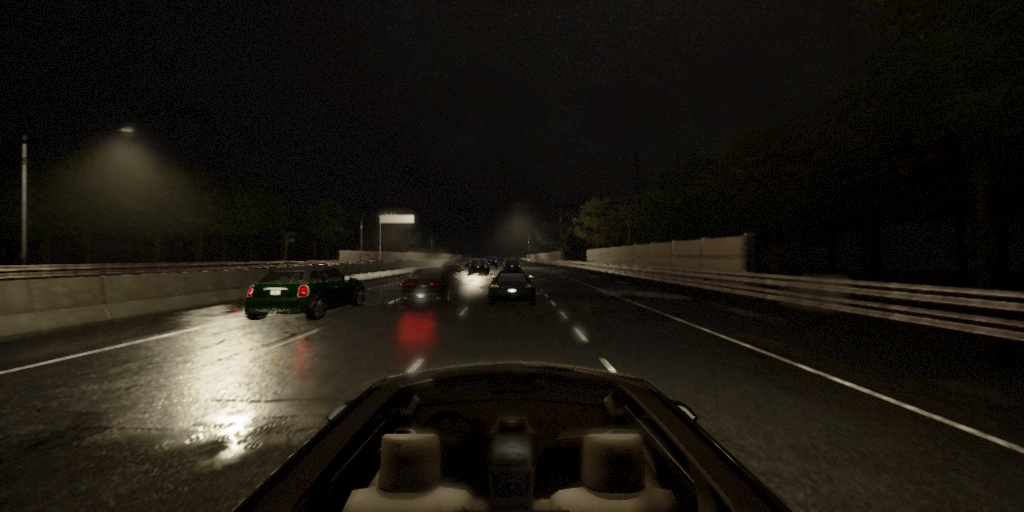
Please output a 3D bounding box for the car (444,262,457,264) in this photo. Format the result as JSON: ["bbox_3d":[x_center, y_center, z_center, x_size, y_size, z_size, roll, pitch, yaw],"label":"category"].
[{"bbox_3d":[-6.992,1.359,40.816,1.994,1.385,4.181,0,0,0],"label":"car"}]

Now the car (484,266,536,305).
[{"bbox_3d":[0.005,1.328,16.129,1.994,1.385,4.181,0,0,0],"label":"car"}]

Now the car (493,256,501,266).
[{"bbox_3d":[-3.486,1.049,62.952,2.150,2.045,5.566,0,0,0],"label":"car"}]

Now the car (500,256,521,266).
[{"bbox_3d":[0.008,1.147,41.564,2.097,1.767,4.553,0,0,0],"label":"car"}]

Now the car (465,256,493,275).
[{"bbox_3d":[-3.494,1.144,39.041,2.097,1.767,4.553,0,0,0],"label":"car"}]

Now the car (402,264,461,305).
[{"bbox_3d":[-3.496,1.270,16.165,1.837,1.490,4.892,0,0,0],"label":"car"}]

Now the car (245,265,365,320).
[{"bbox_3d":[-6.999,1.112,12.733,2.097,1.767,4.553,0,0,0],"label":"car"}]
